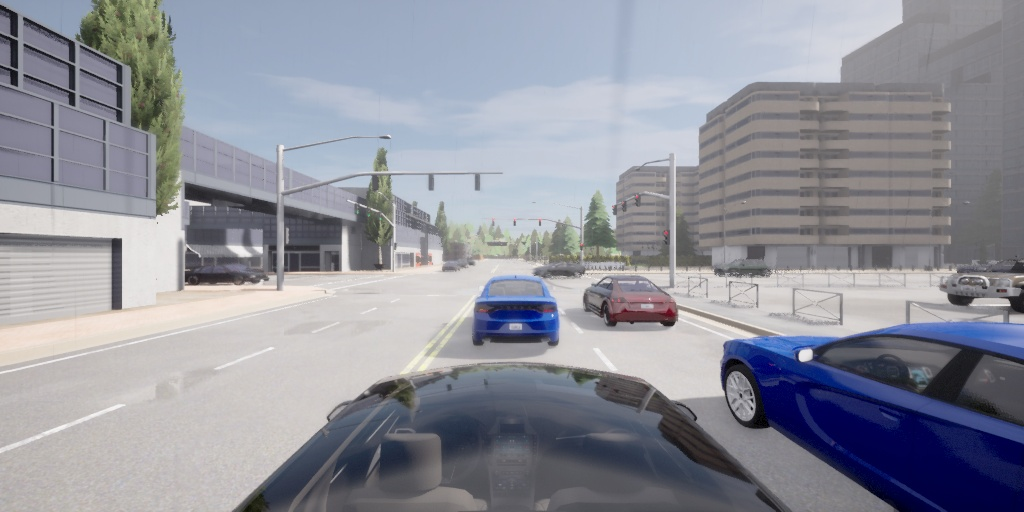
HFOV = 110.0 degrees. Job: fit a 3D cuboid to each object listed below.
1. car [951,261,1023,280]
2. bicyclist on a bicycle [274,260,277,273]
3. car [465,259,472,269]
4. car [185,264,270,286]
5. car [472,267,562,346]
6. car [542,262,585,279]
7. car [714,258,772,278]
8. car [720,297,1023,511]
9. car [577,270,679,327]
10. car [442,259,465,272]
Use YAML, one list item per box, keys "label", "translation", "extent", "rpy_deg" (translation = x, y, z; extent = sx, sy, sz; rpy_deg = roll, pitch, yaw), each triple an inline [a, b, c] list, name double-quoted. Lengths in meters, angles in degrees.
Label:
- label: "car"
  translation: [45.299, 1.351, 33.924]
  extent: [4.718, 1.301, 1.895]
  rpy_deg: [0, 0, -1]
- label: "bicyclist on a bicycle"
  translation: [-25.839, 1.053, 39.677]
  extent: [0.582, 1.620, 1.656]
  rpy_deg: [0, 0, -1]
- label: "car"
  translation: [-7.991, 1.255, 57.255]
  extent: [1.837, 1.490, 4.892]
  rpy_deg: [0, 0, -1]
- label: "car"
  translation: [-19.939, 1.297, 24.772]
  extent: [5.357, 1.411, 2.033]
  rpy_deg: [0, 0, -1]
- label: "car"
  translation: [0.095, 1.228, 9.461]
  extent: [1.882, 1.535, 5.008]
  rpy_deg: [0, 0, 0]
- label: "car"
  translation: [4.112, 1.243, 31.615]
  extent: [4.902, 1.511, 2.128]
  rpy_deg: [0, 0, -21]
- label: "car"
  translation: [21.436, 1.101, 33.484]
  extent: [4.553, 1.767, 2.097]
  rpy_deg: [0, 0, -1]
- label: "car"
  translation: [3.603, 1.228, 2.610]
  extent: [1.882, 1.535, 5.008]
  rpy_deg: [0, 0, 0]
- label: "car"
  translation: [3.603, 1.314, 11.593]
  extent: [1.994, 1.385, 4.181]
  rpy_deg: [0, 0, 0]
- label: "car"
  translation: [-7.840, 1.297, 46.897]
  extent: [2.033, 1.411, 5.357]
  rpy_deg: [0, 0, 0]
